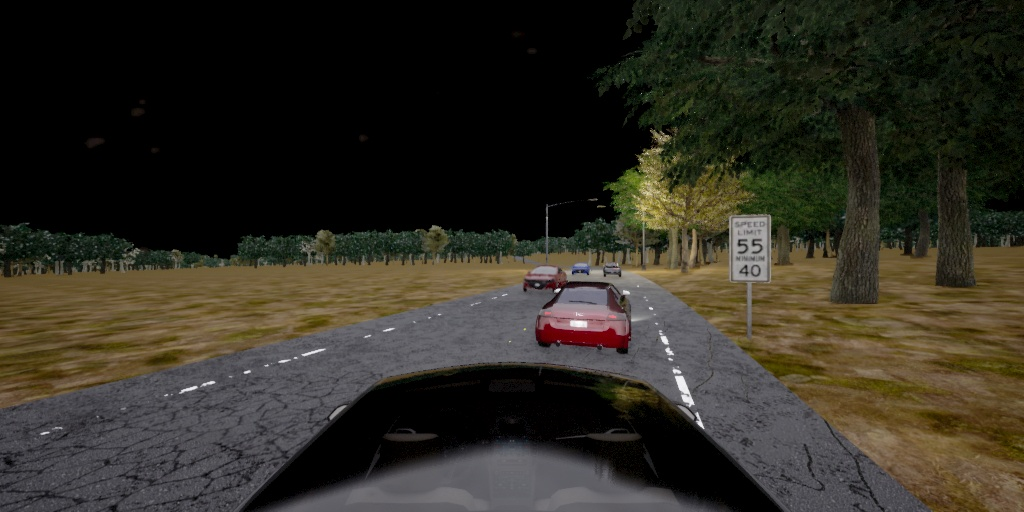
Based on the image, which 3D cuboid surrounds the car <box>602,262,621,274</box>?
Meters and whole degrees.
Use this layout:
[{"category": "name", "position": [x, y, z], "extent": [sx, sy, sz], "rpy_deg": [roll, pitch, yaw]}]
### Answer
[{"category": "car", "position": [11.093, 1.519, 39.657], "extent": [2.128, 1.511, 4.902], "rpy_deg": [0, -1, 15]}]

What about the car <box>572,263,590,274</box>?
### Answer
[{"category": "car", "position": [8.321, 1.529, 43.058], "extent": [1.882, 1.535, 5.008], "rpy_deg": [0, -1, 15]}]

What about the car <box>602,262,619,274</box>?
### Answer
[{"category": "car", "position": [13.612, 1.629, 49.765], "extent": [2.128, 1.511, 4.902], "rpy_deg": [0, -1, 14]}]

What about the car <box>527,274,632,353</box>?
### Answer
[{"category": "car", "position": [1.960, 1.326, 9.031], "extent": [1.994, 1.385, 4.181], "rpy_deg": [0, 0, 18]}]

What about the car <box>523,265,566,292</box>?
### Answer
[{"category": "car", "position": [2.057, 1.291, 21.207], "extent": [1.882, 1.535, 5.008], "rpy_deg": [1, -1, 17]}]
